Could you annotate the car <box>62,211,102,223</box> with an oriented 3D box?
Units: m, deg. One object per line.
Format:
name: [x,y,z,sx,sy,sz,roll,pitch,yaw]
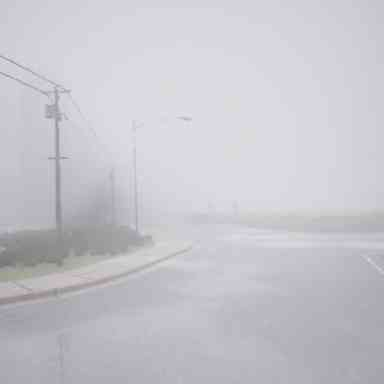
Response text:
car: [-15.928,3.856,48.029,5.566,2.045,2.150,-1,-2,-23]

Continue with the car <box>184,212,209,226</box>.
car: [0.499,3.180,39.370,1.837,1.490,4.892,-1,-3,-19]
